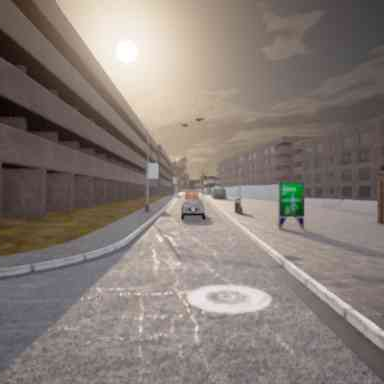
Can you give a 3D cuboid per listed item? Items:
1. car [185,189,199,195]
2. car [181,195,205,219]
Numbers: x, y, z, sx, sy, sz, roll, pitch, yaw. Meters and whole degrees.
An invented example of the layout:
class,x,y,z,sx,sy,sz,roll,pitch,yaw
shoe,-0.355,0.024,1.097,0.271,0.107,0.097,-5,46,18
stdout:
class,x,y,z,sx,sy,sz,roll,pitch,yaw
car,-0.028,0.352,52.340,2.097,1.767,4.553,0,1,0
car,0.078,1.260,26.206,2.033,1.411,5.357,0,1,0
